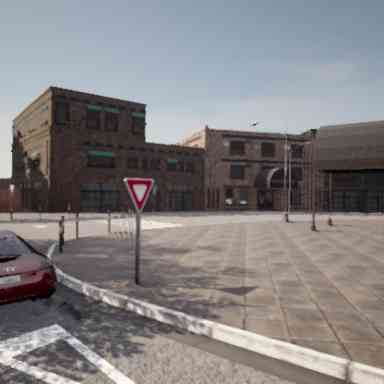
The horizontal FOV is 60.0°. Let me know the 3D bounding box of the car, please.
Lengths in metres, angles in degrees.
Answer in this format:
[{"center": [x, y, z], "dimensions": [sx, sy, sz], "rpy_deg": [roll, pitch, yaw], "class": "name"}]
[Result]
[{"center": [-4.730, 1.547, 7.463], "dimensions": [4.181, 1.385, 1.994], "rpy_deg": [1, 0, 44], "class": "car"}]
